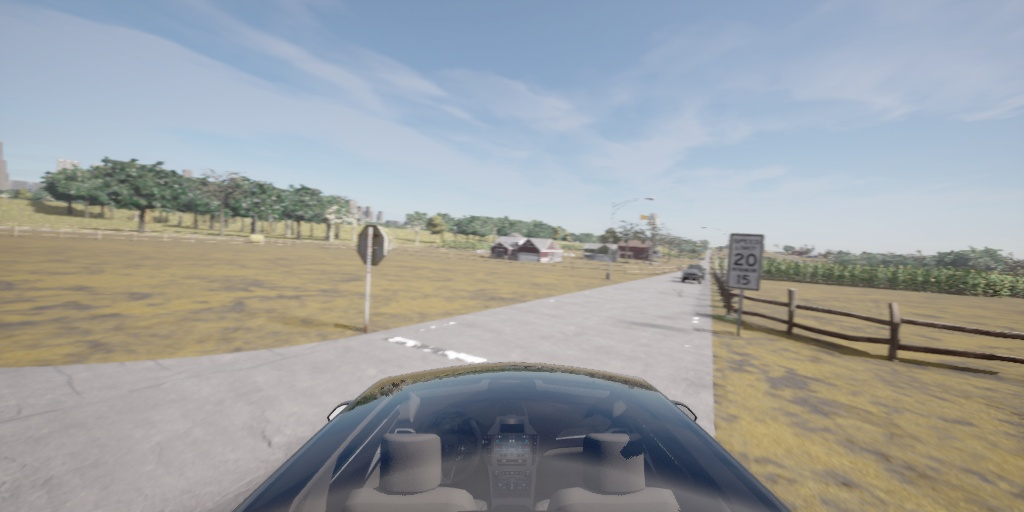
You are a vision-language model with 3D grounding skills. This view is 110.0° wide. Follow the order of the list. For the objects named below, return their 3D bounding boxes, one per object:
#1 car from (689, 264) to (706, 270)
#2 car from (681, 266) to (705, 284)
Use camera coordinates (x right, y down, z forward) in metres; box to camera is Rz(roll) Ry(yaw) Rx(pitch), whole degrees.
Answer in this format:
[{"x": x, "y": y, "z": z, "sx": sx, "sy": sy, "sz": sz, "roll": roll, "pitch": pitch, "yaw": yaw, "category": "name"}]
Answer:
[{"x": 24.799, "y": 2.147, "z": 48.429, "sx": 2.150, "sy": 2.045, "sz": 5.566, "roll": 5, "pitch": 1, "yaw": 29, "category": "car"}, {"x": 19.620, "y": 2.177, "z": 39.077, "sx": 1.837, "sy": 1.490, "sz": 4.892, "roll": 5, "pitch": 1, "yaw": 29, "category": "car"}]
